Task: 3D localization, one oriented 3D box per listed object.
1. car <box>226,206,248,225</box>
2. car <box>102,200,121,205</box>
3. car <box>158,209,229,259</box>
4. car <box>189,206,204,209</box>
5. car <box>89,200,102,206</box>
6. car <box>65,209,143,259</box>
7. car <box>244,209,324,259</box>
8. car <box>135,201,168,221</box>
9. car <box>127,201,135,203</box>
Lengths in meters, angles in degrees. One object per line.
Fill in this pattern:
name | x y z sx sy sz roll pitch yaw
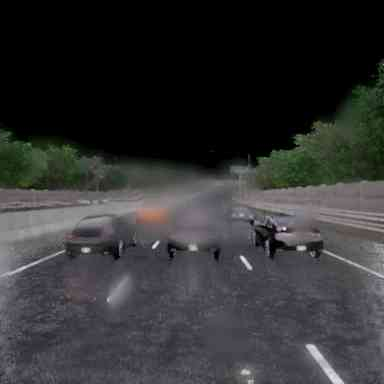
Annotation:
car | 3.827 1.866 27.054 2.033 1.411 5.357 0 -1 1
car | -15.630 2.356 66.577 2.128 1.511 4.902 0 -1 3
car | 0.098 1.631 13.228 2.128 1.511 4.902 0 -1 1
car | 0.361 1.895 28.039 1.994 1.385 4.181 0 -1 2
car | -19.125 2.359 66.761 1.812 1.442 4.674 0 -1 3
car | -3.402 1.645 13.252 1.837 1.490 4.892 0 0 1
car | 3.598 1.631 13.192 2.128 1.511 4.902 0 -1 1
car | -3.137 1.681 28.098 2.097 1.767 4.553 0 -1 2
car | -12.131 2.434 66.471 1.895 1.301 4.718 0 -1 3
